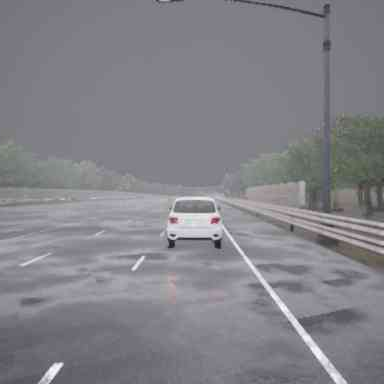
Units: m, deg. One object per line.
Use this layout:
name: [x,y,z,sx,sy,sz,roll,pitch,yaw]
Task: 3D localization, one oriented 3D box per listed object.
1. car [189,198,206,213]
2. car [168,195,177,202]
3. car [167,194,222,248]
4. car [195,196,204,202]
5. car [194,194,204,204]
car: [0.691,1.536,38.738,1.882,1.535,5.008,0,0,2]
car: [-5.030,1.651,87.131,2.097,1.767,4.553,0,0,2]
car: [0.130,1.224,14.993,2.150,2.045,5.566,0,0,1]
car: [1.947,1.841,86.162,2.033,1.411,5.357,0,0,2]
car: [1.608,1.460,73.399,2.150,2.045,5.566,0,0,2]
